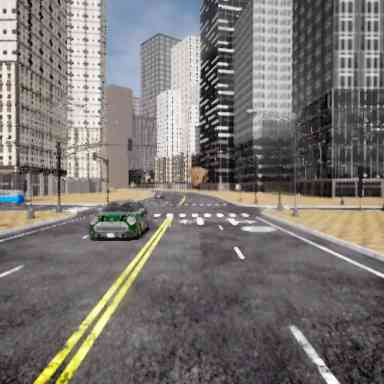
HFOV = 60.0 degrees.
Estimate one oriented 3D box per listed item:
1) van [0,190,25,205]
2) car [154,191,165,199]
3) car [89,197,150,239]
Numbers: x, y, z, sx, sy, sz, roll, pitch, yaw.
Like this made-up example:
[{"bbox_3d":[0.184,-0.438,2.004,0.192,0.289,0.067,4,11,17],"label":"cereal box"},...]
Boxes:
[{"bbox_3d":[-22.639,0.687,40.700,3.998,1.788,1.690,0,1,1],"label":"van"},{"bbox_3d":[-6.480,0.625,66.696,2.128,1.511,4.902,0,1,0],"label":"car"},{"bbox_3d":[-3.315,1.151,15.874,2.097,1.767,4.553,0,1,0],"label":"car"}]
